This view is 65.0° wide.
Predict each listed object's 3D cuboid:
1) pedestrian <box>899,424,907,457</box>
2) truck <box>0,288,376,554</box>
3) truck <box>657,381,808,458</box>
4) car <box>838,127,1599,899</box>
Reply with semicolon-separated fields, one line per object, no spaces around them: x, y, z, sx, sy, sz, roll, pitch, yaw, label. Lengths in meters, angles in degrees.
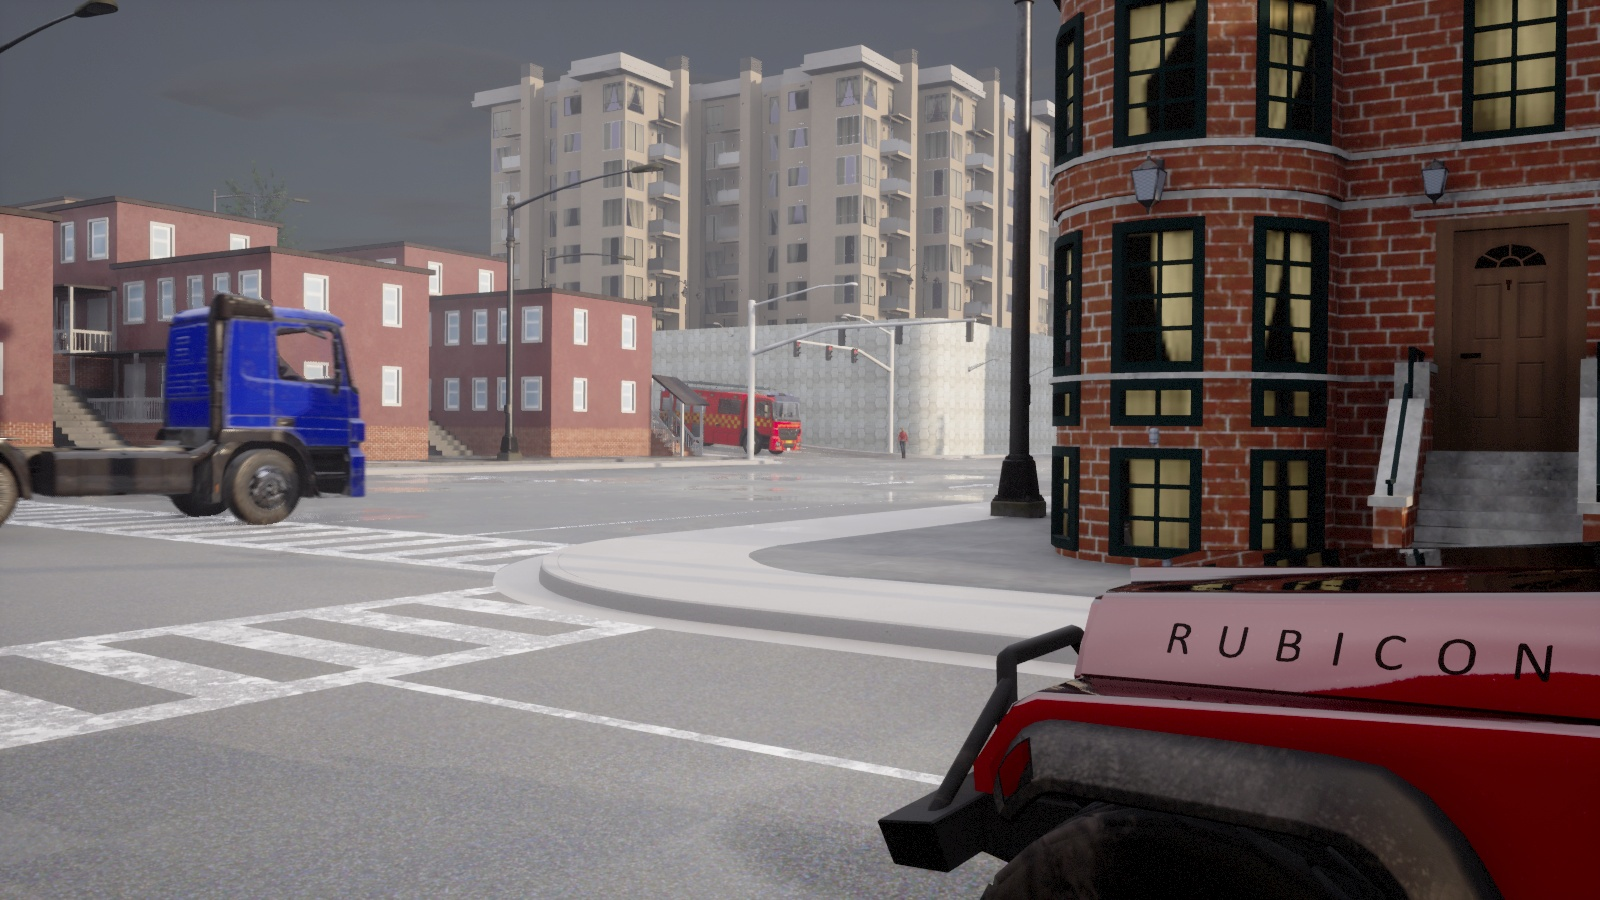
5.829;-0.543;71.172;0.331;1.846;0.636;0;1;12;pedestrian
-10.618;-0.404;18.273;2.891;3.462;7.936;0;1;45;truck
-4.007;-1.806;72.816;8.468;3.827;2.891;6;4;33;truck
2.219;0.478;2.153;3.866;1.878;1.905;0;1;33;car
